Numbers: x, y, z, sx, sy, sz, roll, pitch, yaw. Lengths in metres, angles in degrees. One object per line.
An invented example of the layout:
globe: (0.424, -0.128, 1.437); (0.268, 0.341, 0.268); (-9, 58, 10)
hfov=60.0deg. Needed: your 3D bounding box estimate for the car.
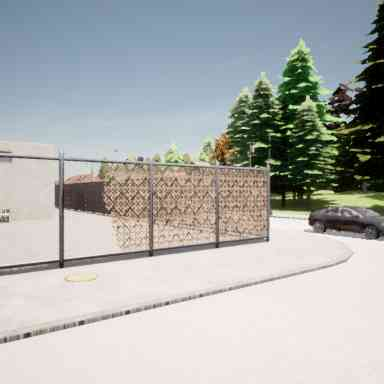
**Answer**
car: (8.281, 1.491, 17.064); (2.128, 1.511, 4.902); (0, 0, -30)
